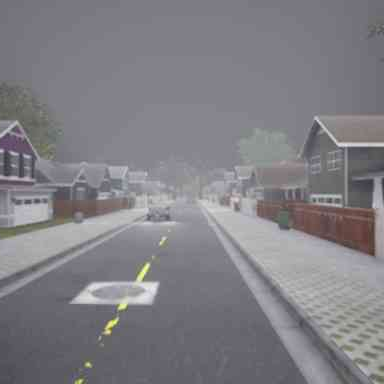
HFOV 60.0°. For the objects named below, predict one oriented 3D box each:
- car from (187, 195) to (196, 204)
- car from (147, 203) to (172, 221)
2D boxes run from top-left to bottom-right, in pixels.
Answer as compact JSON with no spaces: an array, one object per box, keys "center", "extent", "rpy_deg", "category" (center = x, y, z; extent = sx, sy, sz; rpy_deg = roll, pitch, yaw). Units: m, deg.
[{"center":[-0.123,1.954,76.128],"extent":[1.994,1.385,4.181],"rpy_deg":[0,0,0],"category":"car"},{"center":[-2.802,1.686,29.258],"extent":[1.812,1.442,4.674],"rpy_deg":[0,0,0],"category":"car"}]
